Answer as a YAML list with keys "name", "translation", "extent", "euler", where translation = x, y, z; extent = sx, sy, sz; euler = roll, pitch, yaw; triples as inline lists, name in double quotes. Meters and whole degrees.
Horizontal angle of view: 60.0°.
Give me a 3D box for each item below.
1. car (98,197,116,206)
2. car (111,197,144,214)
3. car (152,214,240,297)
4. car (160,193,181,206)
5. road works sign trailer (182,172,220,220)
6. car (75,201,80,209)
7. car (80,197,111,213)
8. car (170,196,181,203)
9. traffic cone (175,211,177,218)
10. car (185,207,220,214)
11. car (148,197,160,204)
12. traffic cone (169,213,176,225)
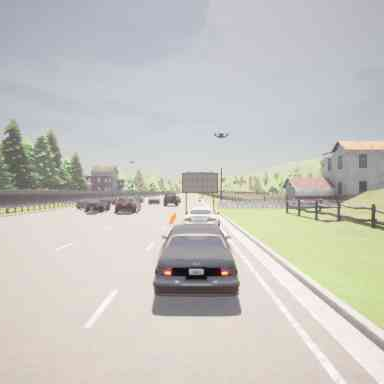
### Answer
- name: "car"
  translation: [-13.837, 1.559, 54.377]
  extent: [1.994, 1.385, 4.181]
  euler: [0, 0, 0]
- name: "car"
  translation: [-6.859, 1.348, 35.978]
  extent: [2.097, 1.767, 4.553]
  euler: [0, 0, 0]
- name: "car"
  translation: [0.107, 1.547, 8.760]
  extent: [2.033, 1.411, 5.357]
  euler: [0, 0, 1]
- name: "car"
  translation: [-3.339, 1.216, 53.296]
  extent: [2.150, 2.045, 5.566]
  euler: [0, 0, 0]
- name: "road works sign trailer"
  translation: [0.512, 0.462, 22.038]
  extent: [2.380, 3.560, 2.880]
  euler: [0, 0, -4]
- name: "car"
  translation: [-13.830, 1.543, 44.163]
  extent: [2.033, 1.411, 5.357]
  euler: [0, 0, -1]
- name: "car"
  translation: [-10.358, 1.522, 36.631]
  extent: [1.812, 1.442, 4.674]
  euler: [0, 0, 0]
- name: "car"
  translation: [-3.322, 1.557, 68.511]
  extent: [1.994, 1.385, 4.181]
  euler: [0, 0, 0]
- name: "traffic cone"
  translation: [-1.459, 1.953, 25.116]
  extent: [0.340, 0.580, 0.340]
  euler: [0, 0, 0]
- name: "car"
  translation: [0.564, 1.536, 18.424]
  extent: [1.812, 1.442, 4.674]
  euler: [0, -1, 5]
- name: "car"
  translation: [-6.830, 1.595, 60.811]
  extent: [1.895, 1.301, 4.718]
  euler: [0, 0, 0]
- name: "traffic cone"
  translation: [-1.461, 1.953, 23.116]
  extent: [0.340, 0.580, 0.340]
  euler: [0, 0, 0]
